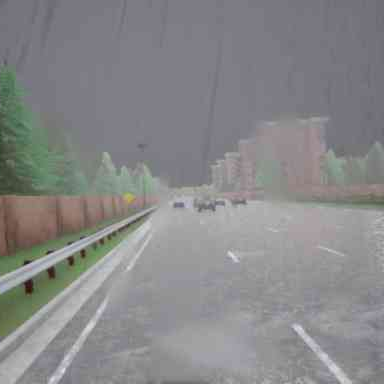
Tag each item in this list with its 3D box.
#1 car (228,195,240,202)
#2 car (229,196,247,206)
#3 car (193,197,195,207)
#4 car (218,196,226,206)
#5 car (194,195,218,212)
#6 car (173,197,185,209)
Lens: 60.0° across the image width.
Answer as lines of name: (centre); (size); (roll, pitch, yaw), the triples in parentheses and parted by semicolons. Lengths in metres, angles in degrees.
car: (10.450, 1.693, 83.645); (2.128, 1.511, 4.902); (-3, -1, -3)
car: (8.161, 1.421, 58.230); (2.097, 1.767, 4.553); (-3, -1, -3)
car: (1.204, 1.990, 57.622); (2.033, 1.411, 5.357); (-3, -1, -3)
car: (4.673, 1.784, 58.204); (1.812, 1.442, 4.674); (-3, -1, -3)
car: (1.842, 1.647, 44.866); (2.097, 1.767, 4.553); (-3, 0, -3)
car: (-2.253, 2.099, 56.655); (1.882, 1.535, 5.008); (-3, -1, -3)
